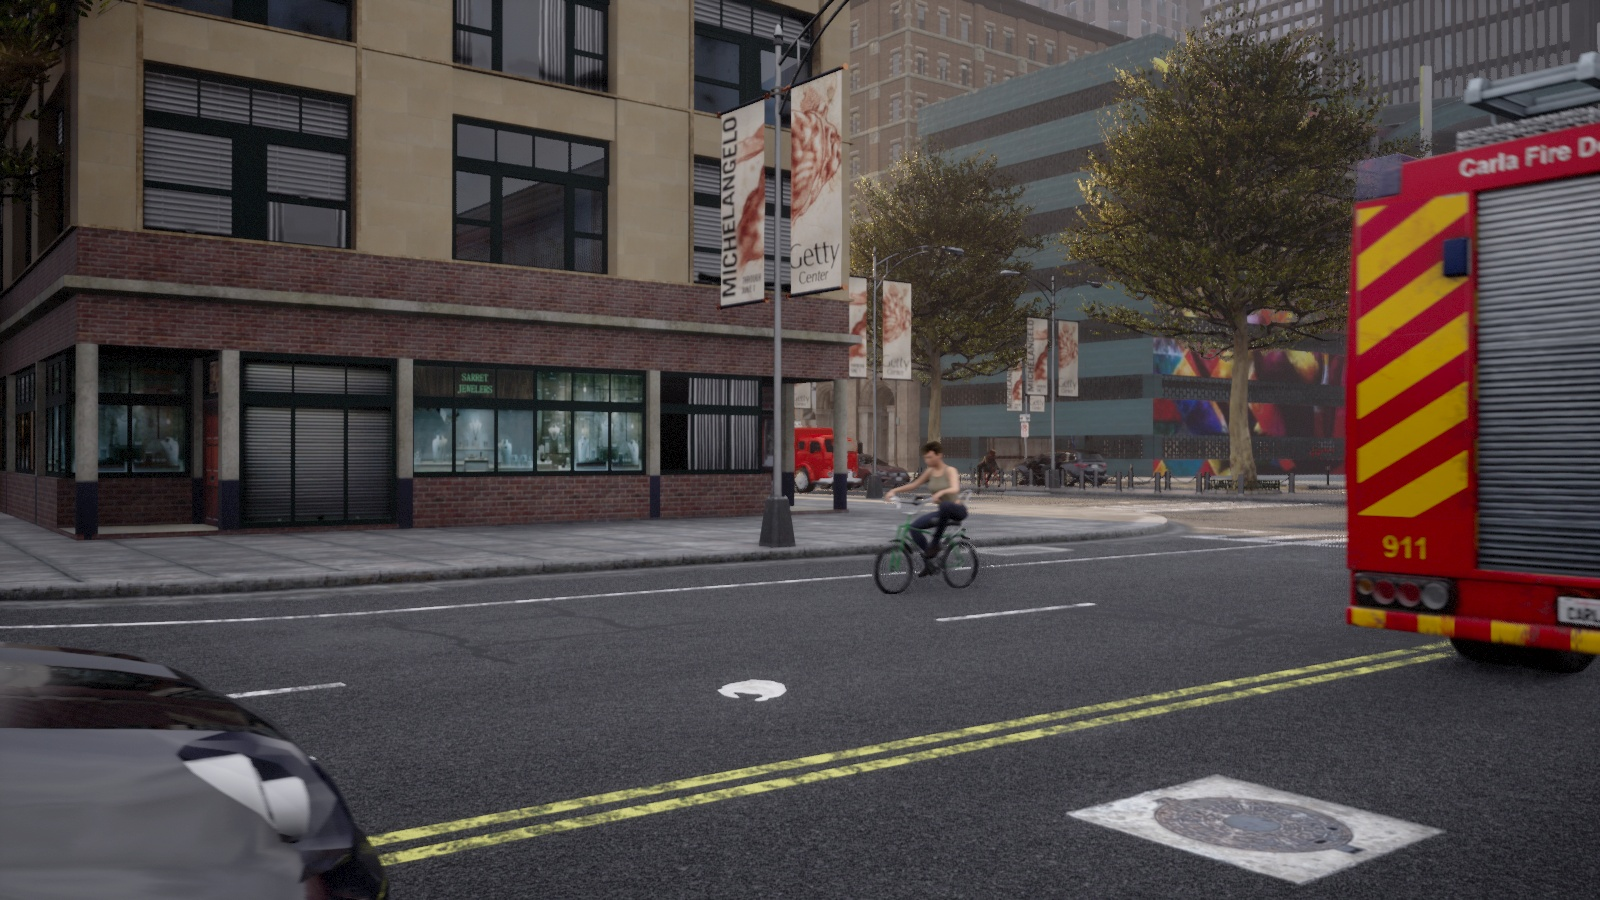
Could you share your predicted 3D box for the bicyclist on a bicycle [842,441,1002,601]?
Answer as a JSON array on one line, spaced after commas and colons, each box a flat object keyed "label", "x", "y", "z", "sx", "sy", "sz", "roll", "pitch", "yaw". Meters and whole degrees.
[{"label": "bicyclist on a bicycle", "x": 1.314, "y": 0.710, "z": 13.431, "sx": 1.509, "sy": 1.612, "sz": 0.866, "roll": 0, "pitch": 0, "yaw": -37}]

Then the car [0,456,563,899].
[{"label": "car", "x": -2.426, "y": 0.769, "z": 1.864, "sx": 3.633, "sy": 1.501, "sz": 1.845, "roll": 0, "pitch": 0, "yaw": -37}]

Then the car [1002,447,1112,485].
[{"label": "car", "x": 11.794, "y": 0.698, "z": 57.792, "sx": 2.242, "sy": 1.667, "sz": 4.611, "roll": 0, "pitch": 0, "yaw": -37}]

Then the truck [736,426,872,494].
[{"label": "truck", "x": 0.078, "y": 0.371, "z": 48.417, "sx": 2.627, "sy": 2.467, "sz": 5.204, "roll": 0, "pitch": 0, "yaw": -37}]

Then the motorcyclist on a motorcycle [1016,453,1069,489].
[{"label": "motorcyclist on a motorcycle", "x": 10.383, "y": 0.882, "z": 53.859, "sx": 0.866, "sy": 1.530, "sz": 2.191, "roll": 0, "pitch": 0, "yaw": -37}]

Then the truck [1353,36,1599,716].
[{"label": "truck", "x": 7.882, "y": -0.415, "z": 9.621, "sx": 8.468, "sy": 3.827, "sz": 2.891, "roll": 0, "pitch": 0, "yaw": -37}]

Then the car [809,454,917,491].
[{"label": "car", "x": 2.508, "y": 0.884, "z": 51.005, "sx": 1.812, "sy": 1.442, "sz": 4.674, "roll": 0, "pitch": 0, "yaw": -37}]

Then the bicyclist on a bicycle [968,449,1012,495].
[{"label": "bicyclist on a bicycle", "x": 6.851, "y": 0.788, "z": 45.354, "sx": 0.582, "sy": 1.620, "sz": 1.656, "roll": 0, "pitch": 0, "yaw": -37}]
